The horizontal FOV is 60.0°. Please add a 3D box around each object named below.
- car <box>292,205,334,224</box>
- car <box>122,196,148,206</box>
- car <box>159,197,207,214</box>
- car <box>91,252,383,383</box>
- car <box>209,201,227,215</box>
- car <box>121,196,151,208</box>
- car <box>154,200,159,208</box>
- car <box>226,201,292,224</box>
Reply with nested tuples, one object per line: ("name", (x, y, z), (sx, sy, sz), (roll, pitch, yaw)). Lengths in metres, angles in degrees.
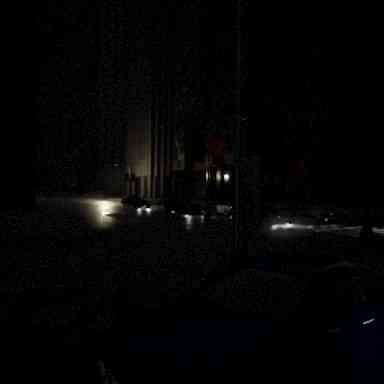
("car", (8.290, 1.645, 25.477), (1.895, 1.301, 4.718), (1, 0, -36))
("car", (-8.535, 1.275, 49.413), (1.895, 1.301, 4.718), (1, 0, -35))
("car", (-0.989, 1.324, 32.989), (1.882, 1.535, 5.008), (1, 0, -35))
("car", (1.175, 1.564, 4.134), (4.674, 1.442, 1.812), (1, -1, -35))
("car", (2.998, 1.527, 32.966), (1.895, 1.301, 4.718), (1, 0, -35))
("car", (-7.082, 1.261, 41.647), (2.033, 1.411, 5.357), (1, 0, -35))
("car", (-2.818, 1.400, 41.240), (1.895, 1.301, 4.718), (1, 0, -35))
("car", (4.885, 1.541, 24.640), (1.994, 1.385, 4.181), (1, 0, -36))
